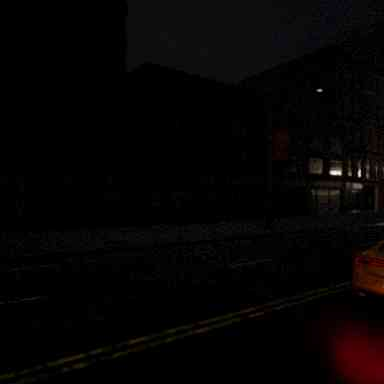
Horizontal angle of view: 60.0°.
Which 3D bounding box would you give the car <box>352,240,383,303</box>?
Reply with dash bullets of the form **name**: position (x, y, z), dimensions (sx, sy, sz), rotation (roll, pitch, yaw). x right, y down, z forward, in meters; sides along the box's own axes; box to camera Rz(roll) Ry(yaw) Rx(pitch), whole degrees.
- **car**: position (5.548, 1.545, 7.321), dimensions (5.008, 1.535, 1.882), rotation (0, 0, -35)
